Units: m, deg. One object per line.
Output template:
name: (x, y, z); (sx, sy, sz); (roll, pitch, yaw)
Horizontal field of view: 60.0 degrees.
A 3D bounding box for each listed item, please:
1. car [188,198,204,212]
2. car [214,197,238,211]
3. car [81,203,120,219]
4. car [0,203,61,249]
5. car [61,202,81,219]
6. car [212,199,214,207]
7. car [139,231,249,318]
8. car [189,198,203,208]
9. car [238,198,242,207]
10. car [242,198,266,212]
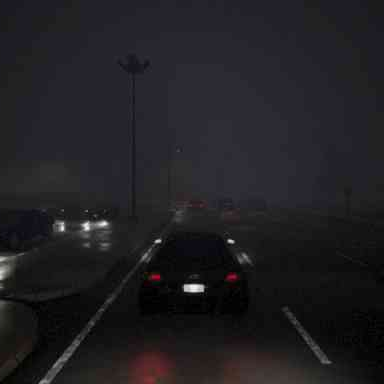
car: (0.470, 1.547, 39.638); (2.033, 1.411, 5.357); (0, 0, 1)
car: (3.977, 1.505, 39.847); (1.837, 1.490, 4.892); (0, 0, 1)
car: (-7.686, 1.601, 28.894); (1.895, 1.301, 4.718); (0, 0, 1)
car: (-7.904, 1.478, 14.774); (1.882, 1.535, 5.008); (0, 1, 1)
car: (-11.185, 1.601, 29.159); (1.895, 1.301, 4.718); (0, 0, 1)
car: (4.090, 1.491, 50.174); (2.128, 1.511, 4.902); (0, 0, 1)
car: (0.054, 1.564, 7.517); (1.994, 1.385, 4.181); (0, 0, 1)
car: (0.582, 1.564, 49.987); (1.994, 1.385, 4.181); (0, 0, 1)
car: (7.578, 1.564, 49.714); (1.994, 1.385, 4.181); (0, 0, 1)
car: (7.462, 1.478, 39.229); (1.882, 1.535, 5.008); (0, 0, 1)
